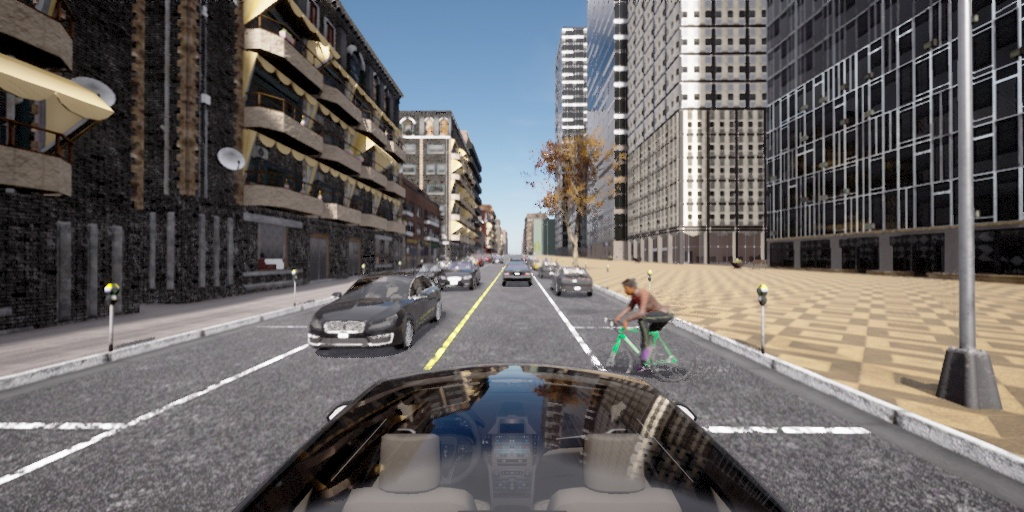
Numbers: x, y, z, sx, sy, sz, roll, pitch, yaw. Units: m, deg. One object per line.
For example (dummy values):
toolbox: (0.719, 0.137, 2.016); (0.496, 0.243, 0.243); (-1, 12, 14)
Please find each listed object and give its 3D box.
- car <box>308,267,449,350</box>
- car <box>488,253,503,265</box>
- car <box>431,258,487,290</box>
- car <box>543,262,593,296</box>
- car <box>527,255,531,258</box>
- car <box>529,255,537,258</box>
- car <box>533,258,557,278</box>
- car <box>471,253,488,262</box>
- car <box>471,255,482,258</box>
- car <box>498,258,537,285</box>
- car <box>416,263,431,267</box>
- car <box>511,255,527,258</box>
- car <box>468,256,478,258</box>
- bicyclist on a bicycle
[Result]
car: (-3.029, 1.187, 8.920); (1.837, 1.490, 4.892); (0, 0, 1)
car: (-2.385, 0.680, 61.452); (2.128, 1.511, 4.902); (0, 1, 1)
car: (-2.882, 1.062, 20.540); (2.128, 1.511, 4.902); (0, 0, 1)
car: (2.865, 1.146, 17.772); (2.007, 1.370, 4.403); (0, 0, 1)
car: (3.318, 0.782, 56.756); (2.007, 1.370, 4.403); (0, 0, 1)
car: (3.125, 0.912, 40.219); (1.751, 1.417, 4.829); (0, 0, 1)
car: (2.994, 1.041, 28.910); (2.007, 1.370, 4.403); (0, 0, 1)
car: (-5.127, 0.597, 51.286); (2.192, 1.841, 5.009); (0, 0, 1)
car: (-5.194, 0.859, 45.546); (1.751, 1.417, 4.829); (0, 0, 1)
car: (0.339, 1.087, 23.646); (2.033, 1.411, 5.357); (0, 1, 1)
car: (-5.451, 1.108, 23.440); (1.948, 1.339, 4.313); (0, 0, 1)
car: (0.593, 0.816, 45.232); (1.882, 1.535, 5.008); (0, 0, 1)
car: (-5.257, 0.951, 40.147); (1.948, 1.339, 4.313); (0, 0, 1)
bicyclist on a bicycle: (1.985, 1.158, 5.505); (1.656, 1.620, 0.582); (-1, 0, 1)
